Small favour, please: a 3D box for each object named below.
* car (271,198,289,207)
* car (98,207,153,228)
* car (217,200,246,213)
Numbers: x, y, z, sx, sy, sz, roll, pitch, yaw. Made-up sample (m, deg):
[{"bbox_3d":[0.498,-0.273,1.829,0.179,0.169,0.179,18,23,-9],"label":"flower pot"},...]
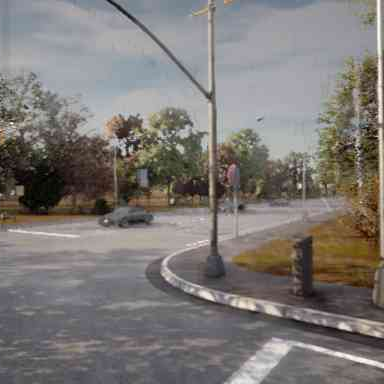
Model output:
[{"bbox_3d":[14.039,1.678,52.989,1.994,1.385,4.181,-1,0,33],"label":"car"},{"bbox_3d":[-4.704,1.755,23.939,1.994,1.385,4.181,-1,0,33],"label":"car"},{"bbox_3d":[4.660,1.644,38.536,2.128,1.511,4.902,-1,0,33],"label":"car"}]
